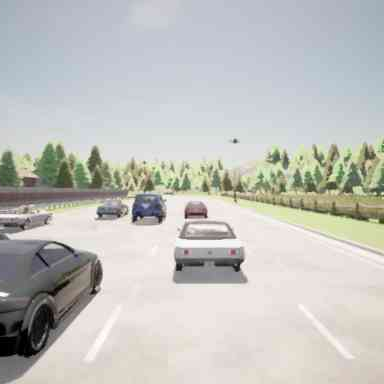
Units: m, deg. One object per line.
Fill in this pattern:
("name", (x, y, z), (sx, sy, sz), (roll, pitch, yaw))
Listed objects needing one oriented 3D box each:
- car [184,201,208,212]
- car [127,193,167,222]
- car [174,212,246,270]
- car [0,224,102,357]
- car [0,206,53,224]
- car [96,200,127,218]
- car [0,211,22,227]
("car", (0.323, 1.446, 28.731), (1.994, 1.385, 4.181), (0, 0, 0))
("car", (-3.153, 1.108, 25.199), (2.150, 2.045, 5.566), (0, 0, 0))
("car", (0.439, 1.557, 10.776), (1.895, 1.301, 4.718), (0, 0, 0))
("car", (-3.028, 1.530, 5.979), (1.994, 1.385, 4.181), (0, 0, 0))
("car", (-10.121, 1.487, 19.880), (1.895, 1.301, 4.718), (0, 0, 0))
("car", (-6.677, 1.409, 28.443), (2.033, 1.411, 5.357), (0, 0, 0))
("car", (-6.546, 1.450, 8.444), (1.837, 1.490, 4.892), (0, 0, 0))
